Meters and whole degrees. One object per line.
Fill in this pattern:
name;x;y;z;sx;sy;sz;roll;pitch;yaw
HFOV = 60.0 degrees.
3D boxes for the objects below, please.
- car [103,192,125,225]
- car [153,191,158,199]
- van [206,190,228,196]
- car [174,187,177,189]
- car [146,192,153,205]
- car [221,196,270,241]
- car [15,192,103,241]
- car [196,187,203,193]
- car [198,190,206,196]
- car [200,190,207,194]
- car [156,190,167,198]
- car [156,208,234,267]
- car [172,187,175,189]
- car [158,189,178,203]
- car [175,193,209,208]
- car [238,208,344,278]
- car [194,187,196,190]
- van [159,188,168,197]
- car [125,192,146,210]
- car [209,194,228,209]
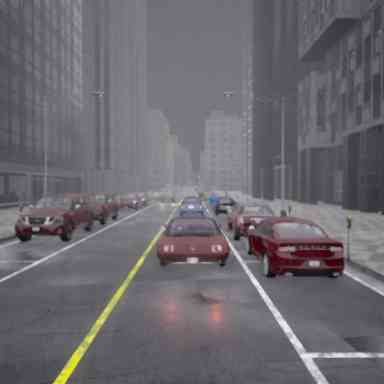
car;-5.919;0.941;20.689;2.192;1.841;5.009;0;1;0
car;-6.027;0.600;54.322;1.752;1.417;4.829;0;1;1
van;2.571;0.773;31.977;1.690;1.788;3.998;0;1;0
car;-6.137;-0.142;94.000;1.967;1.590;4.097;0;1;0
car;-5.970;0.778;37.606;1.967;1.590;4.097;0;1;0
car;2.623;1.167;15.064;1.967;1.590;4.097;0;1;0
car;-5.903;1.042;15.051;2.192;1.841;5.009;0;1;0
car;2.210;0.347;59.601;2.097;1.767;4.553;0;1;0
car;2.422;0.166;82.726;2.008;1.369;4.403;0;1;0
car;2.521;0.682;49.102;1.752;1.417;4.829;0;1;1
car;-6.055;0.423;65.633;1.752;1.417;4.829;0;1;0
car;0.030;1.408;10.622;1.895;1.301;4.718;0;1;0
car;-6.120;0.099;88.362;1.802;1.307;4.206;0;1;0
car;-3.226;0.735;45.647;1.812;1.442;4.674;0;1;0
car;-0.011;1.076;26.322;2.033;1.411;5.357;0;1;0
car;2.639;1.373;9.428;1.887;1.381;4.507;0;1;0
car;2.389;-0.141;94.000;1.967;1.590;4.097;0;1;0
van;-6.071;0.145;71.442;1.690;1.788;3.998;0;1;0
car;-5.954;0.872;31.969;1.967;1.590;4.097;0;1;0
car;2.589;1.094;26.343;1.947;1.339;4.313;0;1;0
